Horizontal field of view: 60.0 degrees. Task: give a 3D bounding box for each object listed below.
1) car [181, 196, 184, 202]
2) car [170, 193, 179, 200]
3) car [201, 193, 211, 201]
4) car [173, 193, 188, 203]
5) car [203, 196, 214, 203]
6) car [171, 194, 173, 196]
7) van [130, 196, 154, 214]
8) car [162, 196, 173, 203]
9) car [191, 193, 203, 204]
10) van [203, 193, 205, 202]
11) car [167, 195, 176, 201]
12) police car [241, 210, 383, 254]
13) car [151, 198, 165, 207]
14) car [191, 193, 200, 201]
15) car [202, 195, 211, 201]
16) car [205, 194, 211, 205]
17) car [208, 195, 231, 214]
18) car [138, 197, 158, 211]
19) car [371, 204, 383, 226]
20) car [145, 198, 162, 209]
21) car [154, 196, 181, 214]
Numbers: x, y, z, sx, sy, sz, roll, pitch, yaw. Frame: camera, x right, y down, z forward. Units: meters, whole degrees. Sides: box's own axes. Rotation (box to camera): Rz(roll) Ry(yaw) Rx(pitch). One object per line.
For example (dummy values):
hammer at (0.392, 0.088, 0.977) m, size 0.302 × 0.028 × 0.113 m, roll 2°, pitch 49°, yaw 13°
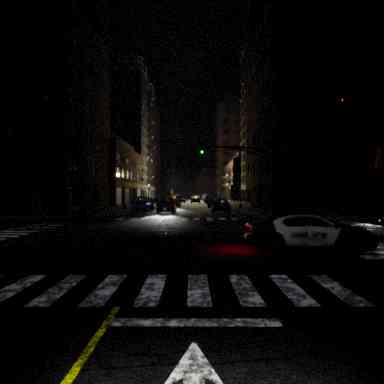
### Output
car at (-2.572, 1.602, 47.795) m, size 1.895 × 1.301 × 4.718 m, roll 0°, pitch 0°, yaw 1°
car at (-4.850, 1.304, 92.273) m, size 2.192 × 1.841 × 5.009 m, roll 0°, pitch 0°, yaw 1°
car at (3.612, 1.306, 86.521) m, size 2.192 × 1.841 × 5.009 m, roll 0°, pitch 0°, yaw 1°
car at (-2.287, 1.506, 67.399) m, size 1.837 × 1.490 × 4.892 m, roll 0°, pitch 0°, yaw 1°
car at (3.423, 1.549, 69.515) m, size 2.008 × 1.369 × 4.403 m, roll 0°, pitch 0°, yaw 1°
car at (-5.167, 1.525, 63.763) m, size 1.752 × 1.417 × 4.829 m, roll 0°, pitch 0°, yaw 1°
van at (-5.481, 1.342, 35.594) m, size 1.690 × 1.788 × 3.998 m, roll 0°, pitch 0°, yaw 1°
car at (-5.102, 1.564, 69.601) m, size 1.947 × 1.339 × 4.313 m, roll 0°, pitch 0°, yaw 1°
car at (0.712, 1.491, 65.505) m, size 2.128 × 1.511 × 4.902 m, roll 0°, pitch 0°, yaw 1°
van at (3.297, 1.342, 58.176) m, size 1.690 × 1.788 × 3.998 m, roll 0°, pitch 0°, yaw 1°
car at (-4.978, 1.519, 80.767) m, size 1.752 × 1.417 × 4.829 m, roll 0°, pitch 0°, yaw 1°
police car at (4.482, 1.518, 12.923) m, size 4.974 × 1.542 × 2.038 m, roll 0°, pitch 0°, yaw 0°
car at (-5.291, 1.583, 52.598) m, size 1.802 × 1.307 × 4.206 m, roll 0°, pitch 0°, yaw 1°
car at (0.827, 1.183, 75.895) m, size 2.097 × 1.767 × 4.553 m, roll 0°, pitch 0°, yaw 1°
car at (3.549, 1.434, 80.853) m, size 1.967 × 1.590 × 4.097 m, roll 0°, pitch 0°, yaw 1°
car at (3.171, 1.441, 46.839) m, size 1.967 × 1.590 × 4.097 m, roll 0°, pitch 0°, yaw 1°
car at (3.045, 1.441, 35.501) m, size 1.967 × 1.590 × 4.097 m, roll 0°, pitch 0°, yaw 1°
car at (-5.418, 1.441, 41.262) m, size 1.967 × 1.590 × 4.097 m, roll 0°, pitch 0°, yaw 1°
car at (15.501, 1.563, 22.758) m, size 5.357 × 1.411 × 2.033 m, roll 0°, pitch 0°, yaw 0°
car at (-5.354, 1.567, 46.930) m, size 1.947 × 1.339 × 4.313 m, roll 0°, pitch 0°, yaw 1°
car at (-2.707, 1.492, 36.066) m, size 2.128 × 1.511 × 4.902 m, roll 0°, pitch 0°, yaw 1°
